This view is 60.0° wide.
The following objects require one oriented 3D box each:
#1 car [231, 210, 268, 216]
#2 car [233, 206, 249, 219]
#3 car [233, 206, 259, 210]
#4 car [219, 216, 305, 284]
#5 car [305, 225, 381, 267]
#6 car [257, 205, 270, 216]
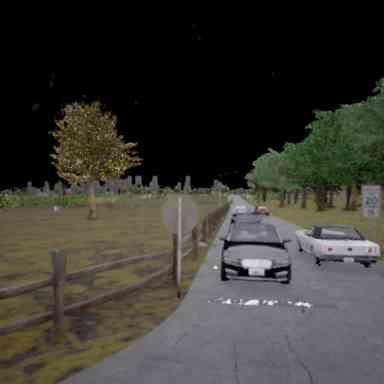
[{"bbox_3d":[3.308,2.026,20.324,1.994,1.385,4.181,0,-1,8],"label":"car"},{"bbox_3d":[5.929,2.433,40.162,1.812,1.442,4.674,0,-1,8],"label":"car"},{"bbox_3d":[4.530,2.219,29.679,2.033,1.411,5.357,0,-1,7],"label":"car"},{"bbox_3d":[1.957,1.731,10.481,2.128,1.511,4.902,0,-1,9],"label":"car"},{"bbox_3d":[5.296,1.922,12.787,1.895,1.301,4.718,0,-1,7],"label":"car"},{"bbox_3d":[9.628,2.591,46.029,1.812,1.442,4.674,0,-1,7],"label":"car"}]
